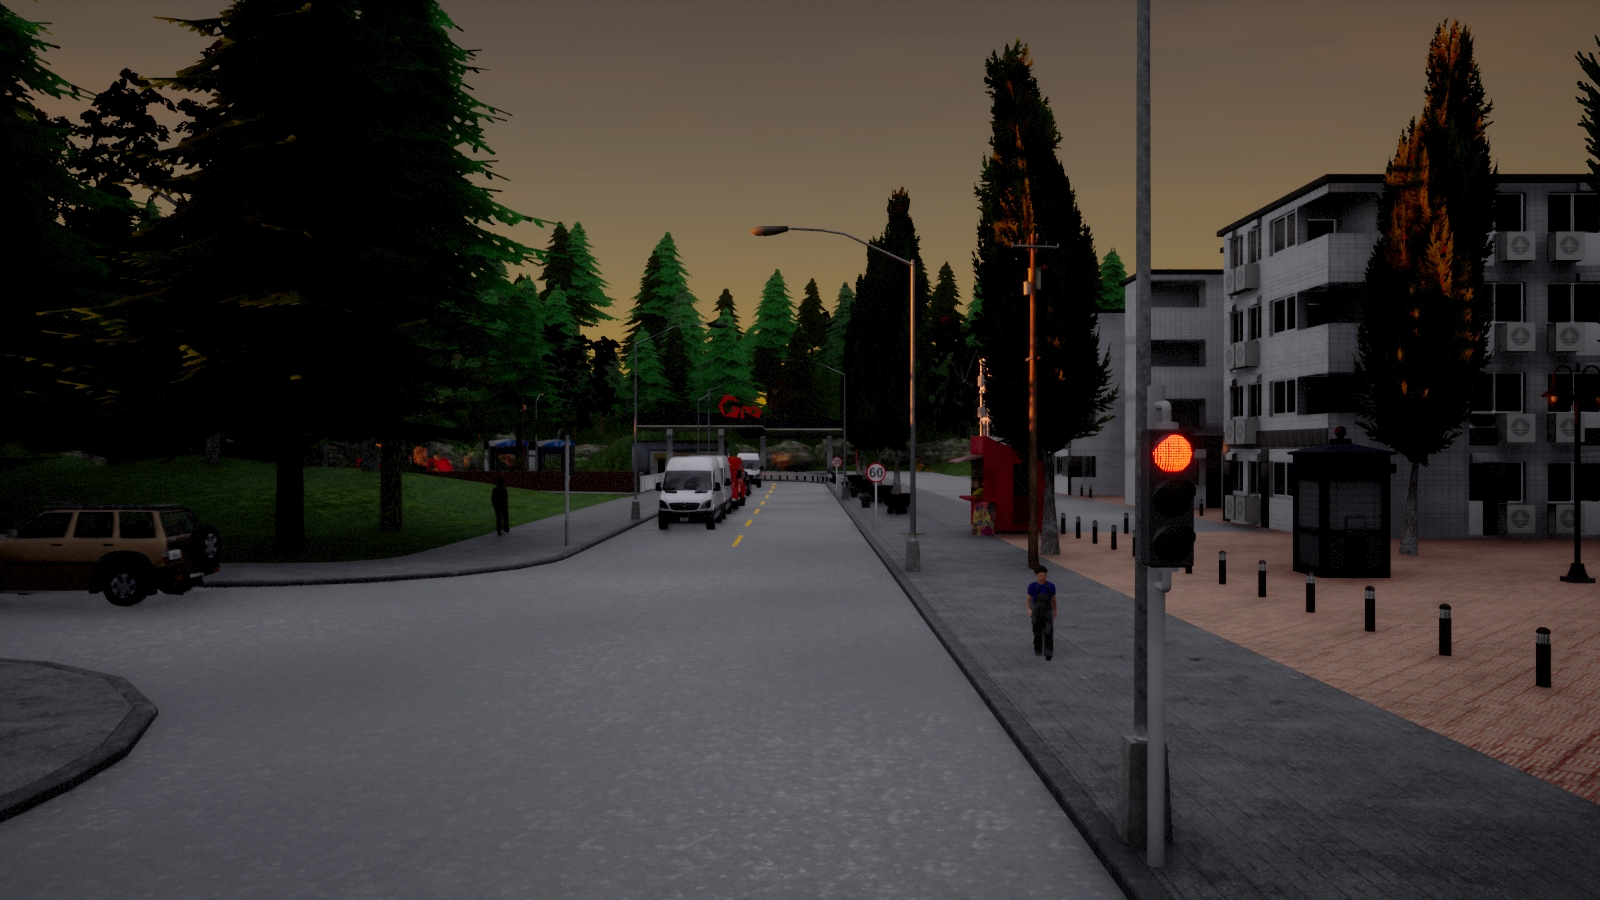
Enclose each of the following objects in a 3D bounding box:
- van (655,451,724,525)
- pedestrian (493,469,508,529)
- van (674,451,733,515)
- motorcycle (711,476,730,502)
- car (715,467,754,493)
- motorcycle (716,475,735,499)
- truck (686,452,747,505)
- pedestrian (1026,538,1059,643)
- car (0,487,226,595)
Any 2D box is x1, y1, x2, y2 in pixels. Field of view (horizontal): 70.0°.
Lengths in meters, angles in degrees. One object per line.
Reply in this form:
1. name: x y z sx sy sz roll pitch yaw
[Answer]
1. van: -4.013 1.307 42.390 1.988 2.561 5.915 0 0 0
2. pedestrian: -9.293 1.519 35.453 0.375 1.860 0.375 0 0 1
3. van: -4.007 1.306 48.327 1.988 2.561 5.915 0 0 0
4. motorcycle: -3.975 1.953 57.177 0.856 1.236 1.805 0 0 0
5. car: -3.975 1.816 70.543 2.128 1.511 4.902 0 0 0
6. motorcycle: -3.988 1.975 61.268 0.867 1.251 2.209 0 0 0
7. truck: -3.995 1.339 55.631 2.627 2.467 5.204 0 0 0
8. pedestrian: 3.125 1.802 14.750 0.375 1.300 0.375 0 0 6
9. car: -13.415 1.640 21.140 4.605 1.855 1.932 0 0 0
